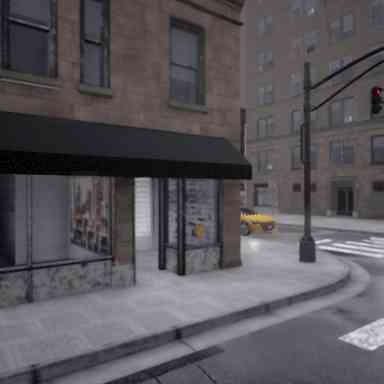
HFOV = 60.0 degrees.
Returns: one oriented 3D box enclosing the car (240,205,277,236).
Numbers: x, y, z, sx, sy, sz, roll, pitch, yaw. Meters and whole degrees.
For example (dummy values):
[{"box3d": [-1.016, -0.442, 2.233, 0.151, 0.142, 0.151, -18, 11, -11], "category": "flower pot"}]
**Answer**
[{"box3d": [2.428, 1.468, 18.592, 1.882, 1.535, 5.008, 0, 0, -36], "category": "car"}]
